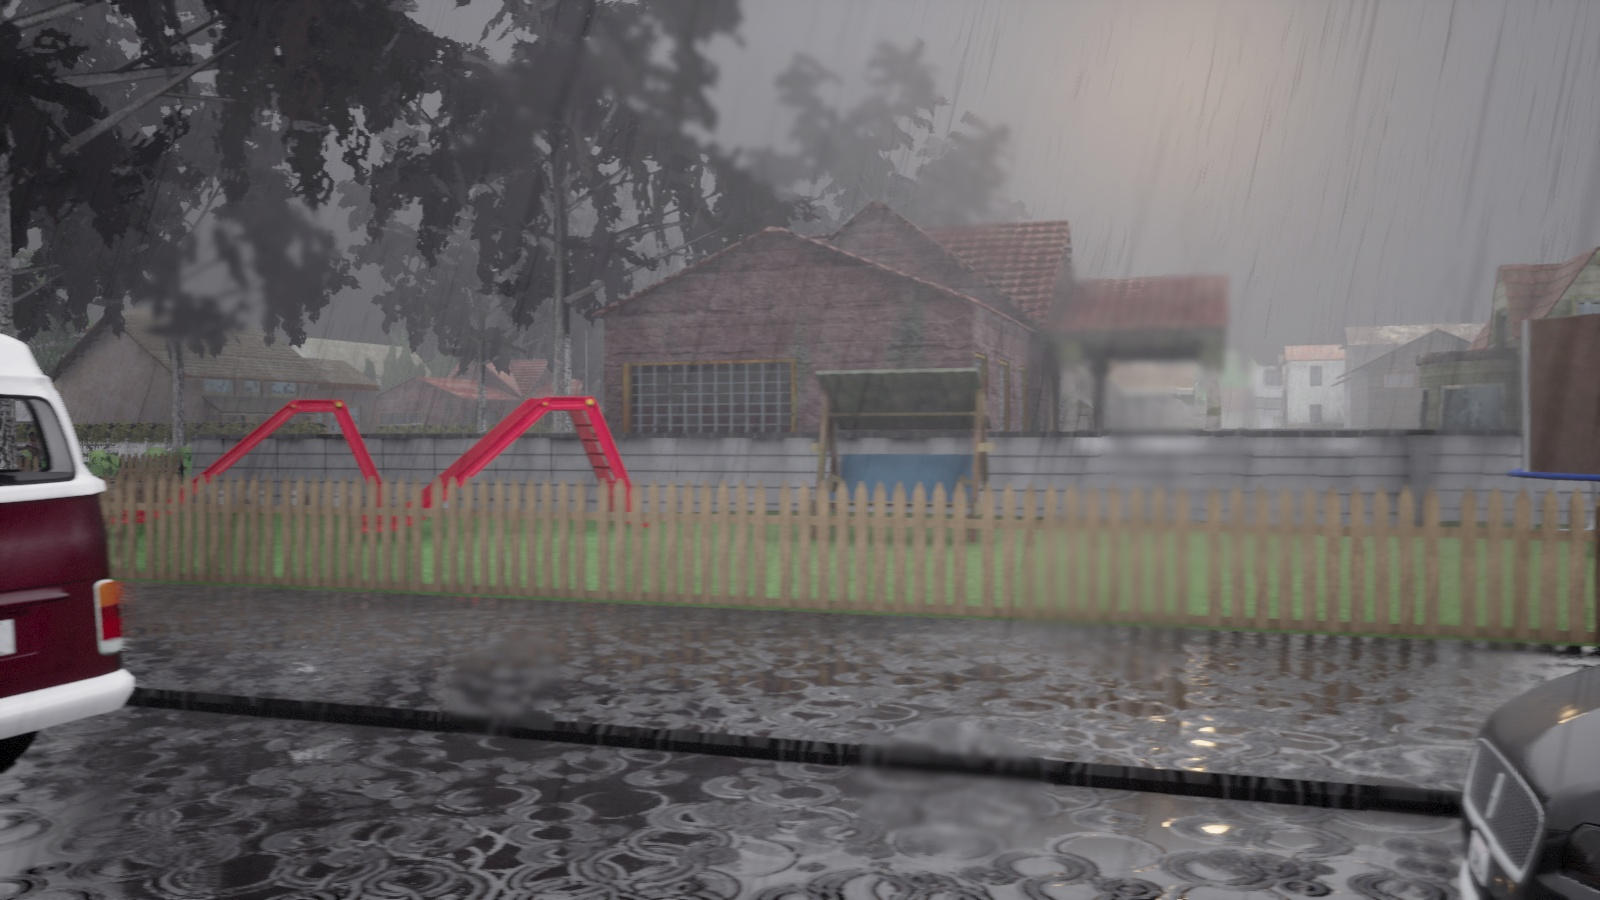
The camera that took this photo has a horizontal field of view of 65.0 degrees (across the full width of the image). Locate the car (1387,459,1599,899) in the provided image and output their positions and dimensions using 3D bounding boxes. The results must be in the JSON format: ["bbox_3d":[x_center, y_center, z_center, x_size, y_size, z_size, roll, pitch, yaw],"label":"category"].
[{"bbox_3d":[3.928,0.808,2.399,4.892,1.490,1.837,1,1,19],"label":"car"}]

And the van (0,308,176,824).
[{"bbox_3d":[-5.328,0.442,5.511,4.480,2.038,2.069,1,1,19],"label":"van"}]
